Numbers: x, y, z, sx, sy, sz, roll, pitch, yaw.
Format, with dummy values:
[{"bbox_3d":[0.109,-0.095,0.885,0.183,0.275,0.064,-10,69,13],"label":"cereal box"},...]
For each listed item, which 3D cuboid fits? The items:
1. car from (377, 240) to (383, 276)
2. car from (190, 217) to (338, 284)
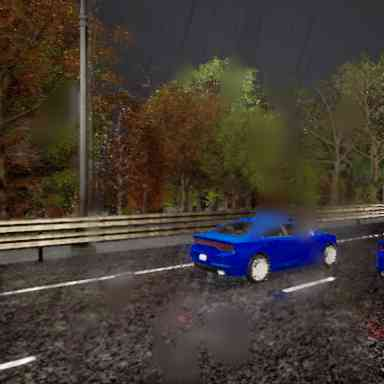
[{"bbox_3d":[6.745,1.483,8.623,5.008,1.535,1.882,0,0,-36],"label":"car"},{"bbox_3d":[2.285,1.482,9.745,5.008,1.535,1.882,0,0,-36],"label":"car"}]
